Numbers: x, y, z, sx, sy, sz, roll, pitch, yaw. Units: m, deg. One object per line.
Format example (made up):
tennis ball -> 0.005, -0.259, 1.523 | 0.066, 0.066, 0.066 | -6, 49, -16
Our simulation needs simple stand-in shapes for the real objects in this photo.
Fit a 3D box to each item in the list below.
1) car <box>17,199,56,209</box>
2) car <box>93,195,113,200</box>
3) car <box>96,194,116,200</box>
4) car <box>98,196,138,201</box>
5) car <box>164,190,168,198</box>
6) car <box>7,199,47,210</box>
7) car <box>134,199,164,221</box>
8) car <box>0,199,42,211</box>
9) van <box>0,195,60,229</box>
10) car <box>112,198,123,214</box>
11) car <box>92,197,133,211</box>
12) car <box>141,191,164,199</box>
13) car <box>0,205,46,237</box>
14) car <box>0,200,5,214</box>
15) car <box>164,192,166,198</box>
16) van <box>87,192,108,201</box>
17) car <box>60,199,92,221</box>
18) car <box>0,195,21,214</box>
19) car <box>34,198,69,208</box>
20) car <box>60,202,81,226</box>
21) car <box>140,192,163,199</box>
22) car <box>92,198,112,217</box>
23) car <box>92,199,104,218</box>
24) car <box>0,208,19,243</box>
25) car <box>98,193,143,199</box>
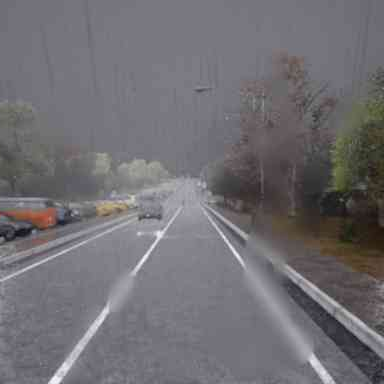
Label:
car -> -23.256, 1.819, 49.833 | 4.792, 1.488, 2.163 | 0, -1, 0
car -> -23.488, 1.417, 87.805 | 4.674, 1.452, 2.002 | 0, 0, 0
car -> -23.507, 1.409, 90.717 | 4.792, 1.488, 2.163 | 0, 0, 0
car -> -10.400, 1.728, 44.254 | 5.366, 1.575, 1.946 | 0, -1, 0
car -> -10.420, 1.123, 93.540 | 5.566, 2.045, 2.435 | 0, 0, 0
car -> -23.287, 1.799, 47.063 | 4.674, 1.452, 2.002 | 0, -1, 0
car -> -3.383, 1.596, 27.975 | 1.837, 1.490, 4.892 | 0, 0, 0
car -> -23.109, 1.726, 44.293 | 5.366, 1.575, 1.946 | 0, -1, 0
van -> -10.371, 1.317, 19.280 | 4.442, 1.987, 1.878 | 0, 0, 0
car -> -10.047, 1.608, 33.029 | 5.366, 1.575, 1.946 | 0, -1, 0
car -> -10.038, 1.667, 38.702 | 5.366, 1.575, 1.946 | 0, -1, 0
car -> -10.436, 1.254, 87.968 | 4.553, 1.767, 2.185 | 0, 0, 0
car -> -10.229, 1.566, 16.503 | 4.792, 1.488, 2.163 | 0, 0, 0
car -> -23.279, 1.668, 35.984 | 4.792, 1.488, 2.163 | 0, -1, 0
car -> -10.393, 1.381, 90.747 | 5.008, 1.535, 2.097 | 0, 0, 0
van -> -23.371, 1.134, 82.347 | 4.442, 1.987, 1.878 | 1, 0, 0
car -> -10.277, 1.432, 24.830 | 4.553, 1.767, 2.185 | 0, 0, 0
car -> -23.332, 1.418, 38.757 | 5.566, 2.045, 2.435 | 0, -1, 0
car -> -23.272, 1.848, 55.250 | 5.008, 1.535, 2.097 | 0, -1, 0
car -> -10.279, 1.578, 22.056 | 4.792, 1.488, 2.163 | 0, 0, 0
car -> -10.389, 1.390, 82.398 | 4.792, 1.488, 2.163 | 0, 0, 0
car -> -10.422, 1.585, 30.377 | 5.366, 1.575, 1.946 | 0, 0, 0
car -> -10.235, 1.571, 27.609 | 4.892, 1.521, 2.231 | 0, 0, 0
car -> -10.234, 1.560, 13.727 | 4.792, 1.488, 2.163 | 0, 0, 0
car -> -10.239, 1.510, 47.033 | 5.566, 2.045, 2.435 | 0, -1, 0
